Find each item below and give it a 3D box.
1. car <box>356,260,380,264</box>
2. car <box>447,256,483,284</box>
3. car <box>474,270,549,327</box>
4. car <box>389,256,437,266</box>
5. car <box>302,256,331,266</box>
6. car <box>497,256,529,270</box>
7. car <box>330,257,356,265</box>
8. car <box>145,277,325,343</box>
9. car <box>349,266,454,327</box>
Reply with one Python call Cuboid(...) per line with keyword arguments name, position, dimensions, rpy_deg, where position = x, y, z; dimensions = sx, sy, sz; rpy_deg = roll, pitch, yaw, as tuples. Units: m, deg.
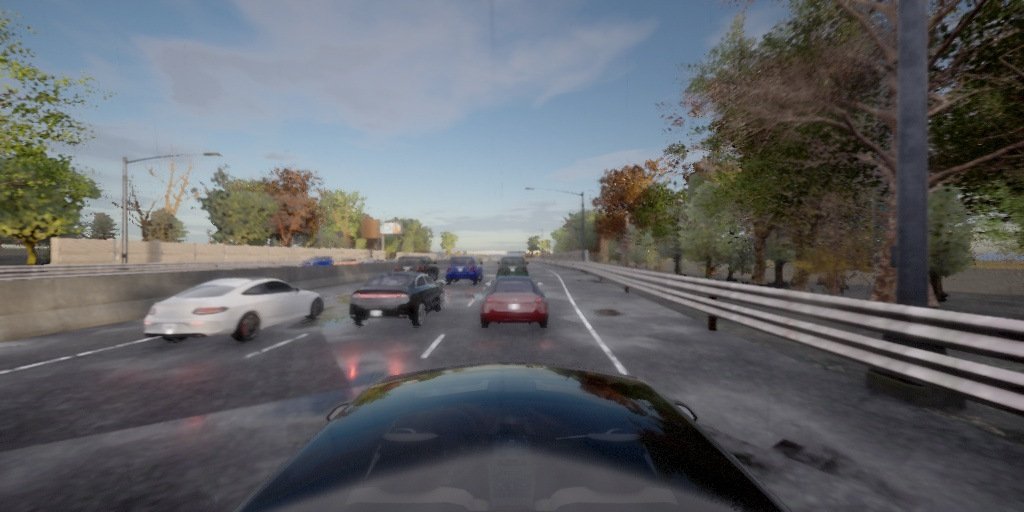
Cuboid(name="car", position=(-21.038, 1.341, 53.592), dimensions=(1.812, 1.442, 4.674), rpy_deg=(0, 0, 0))
Cuboid(name="car", position=(-3.429, 0.995, 26.573), dimensions=(2.150, 2.045, 5.566), rpy_deg=(0, 0, 0))
Cuboid(name="car", position=(0.069, 1.320, 11.563), dimensions=(1.994, 1.385, 4.181), rpy_deg=(0, 0, 0))
Cuboid(name="car", position=(-6.929, 0.995, 26.594), dimensions=(2.150, 2.045, 5.566), rpy_deg=(0, 0, 0))
Cuboid(name="car", position=(-28.037, 1.033, 52.086), dimensions=(2.150, 2.045, 5.566), rpy_deg=(0, 0, 0))
Cuboid(name="car", position=(0.071, 0.995, 26.656), dimensions=(2.150, 2.045, 5.566), rpy_deg=(0, 0, 0))
Cuboid(name="car", position=(-24.538, 1.167, 53.422), dimensions=(2.097, 1.767, 4.553), rpy_deg=(0, 0, 0))
Cuboid(name="car", position=(-6.949, 1.281, 9.609), dimensions=(1.812, 1.442, 4.674), rpy_deg=(0, 0, 0))
Cuboid(name="car", position=(-3.432, 1.248, 11.528), dimensions=(2.128, 1.511, 4.902), rpy_deg=(0, 0, 0))
